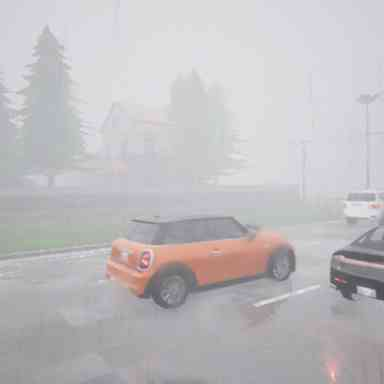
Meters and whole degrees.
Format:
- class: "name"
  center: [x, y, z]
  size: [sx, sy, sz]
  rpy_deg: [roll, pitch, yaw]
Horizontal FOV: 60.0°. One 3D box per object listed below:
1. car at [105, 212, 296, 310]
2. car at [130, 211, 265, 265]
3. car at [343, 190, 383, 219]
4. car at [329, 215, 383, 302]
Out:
- class: "car"
  center: [0.385, 1.278, 7.896]
  size: [4.553, 1.767, 2.097]
  rpy_deg: [-1, 1, -35]
- class: "car"
  center: [0.320, 1.490, 12.108]
  size: [4.718, 1.301, 1.895]
  rpy_deg: [-1, 1, -35]
- class: "car"
  center: [11.341, 0.901, 19.991]
  size: [5.566, 2.045, 2.150]
  rpy_deg: [-1, 1, -36]
- class: "car"
  center: [4.780, 1.368, 6.715]
  size: [4.902, 1.511, 2.128]
  rpy_deg: [0, 0, -35]
